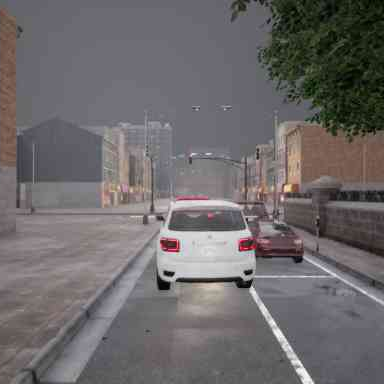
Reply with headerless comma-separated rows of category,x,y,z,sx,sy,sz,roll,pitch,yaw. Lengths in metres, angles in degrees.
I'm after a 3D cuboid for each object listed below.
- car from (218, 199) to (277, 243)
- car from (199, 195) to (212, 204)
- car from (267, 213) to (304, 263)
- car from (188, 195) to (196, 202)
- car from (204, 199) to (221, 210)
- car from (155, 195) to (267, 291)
car,2.636,1.324,17.172,2.192,1.841,5.009,1,0,0
car,2.605,1.433,65.352,2.192,1.841,5.009,1,0,0
car,2.636,1.586,11.723,1.802,1.307,4.206,1,0,0
car,-0.052,1.544,83.791,2.097,1.767,4.553,0,0,0
car,2.617,1.600,43.602,1.887,1.381,4.507,1,0,0
car,0.174,1.225,9.234,2.150,2.045,5.566,0,0,-4
